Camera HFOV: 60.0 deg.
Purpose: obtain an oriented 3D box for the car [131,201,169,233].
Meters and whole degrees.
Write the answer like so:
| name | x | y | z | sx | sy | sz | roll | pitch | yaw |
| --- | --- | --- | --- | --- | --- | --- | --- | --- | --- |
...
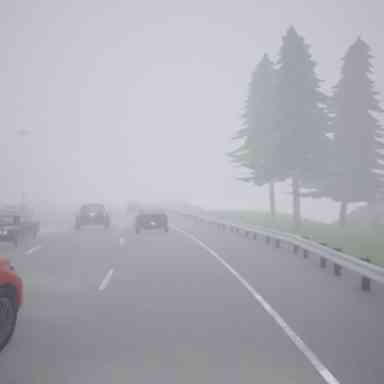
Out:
| name | x | y | z | sx | sy | sz | roll | pitch | yaw |
| --- | --- | --- | --- | --- | --- | --- | --- | --- | --- |
| car | -2.629 | 1.587 | 20.693 | 1.882 | 1.535 | 5.008 | 0 | 0 | -12 |

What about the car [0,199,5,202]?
| name | x | y | z | sx | sy | sz | roll | pitch | yaw |
| --- | --- | --- | --- | --- | --- | --- | --- | --- | --- |
| car | -32.305 | 1.995 | 55.302 | 1.812 | 1.442 | 4.674 | 0 | 0 | -13 |

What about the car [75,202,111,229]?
| name | x | y | z | sx | sy | sz | roll | pitch | yaw |
| --- | --- | --- | --- | --- | --- | --- | --- | --- | --- |
| car | -6.702 | 1.500 | 22.960 | 2.097 | 1.767 | 4.553 | 0 | 0 | -12 |

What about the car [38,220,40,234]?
| name | x | y | z | sx | sy | sz | roll | pitch | yaw |
| --- | --- | --- | --- | --- | --- | --- | --- | --- | --- |
| car | -8.737 | 1.732 | 15.818 | 1.895 | 1.301 | 4.718 | 0 | 0 | -11 |

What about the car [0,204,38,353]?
| name | x | y | z | sx | sy | sz | roll | pitch | yaw |
| --- | --- | --- | --- | --- | --- | --- | --- | --- | --- |
| car | -3.675 | 1.261 | 2.947 | 2.150 | 2.045 | 5.566 | 0 | 0 | -3 |

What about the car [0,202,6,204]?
| name | x | y | z | sx | sy | sz | roll | pitch | yaw |
| --- | --- | --- | --- | --- | --- | --- | --- | --- | --- |
| car | -15.219 | 1.782 | 28.999 | 2.033 | 1.411 | 5.357 | 0 | 0 | -13 |

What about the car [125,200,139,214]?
| name | x | y | z | sx | sy | sz | roll | pitch | yaw |
| --- | --- | --- | --- | --- | --- | --- | --- | --- | --- |
| car | -6.671 | 1.707 | 38.516 | 2.128 | 1.511 | 4.902 | 0 | 0 | -13 |
